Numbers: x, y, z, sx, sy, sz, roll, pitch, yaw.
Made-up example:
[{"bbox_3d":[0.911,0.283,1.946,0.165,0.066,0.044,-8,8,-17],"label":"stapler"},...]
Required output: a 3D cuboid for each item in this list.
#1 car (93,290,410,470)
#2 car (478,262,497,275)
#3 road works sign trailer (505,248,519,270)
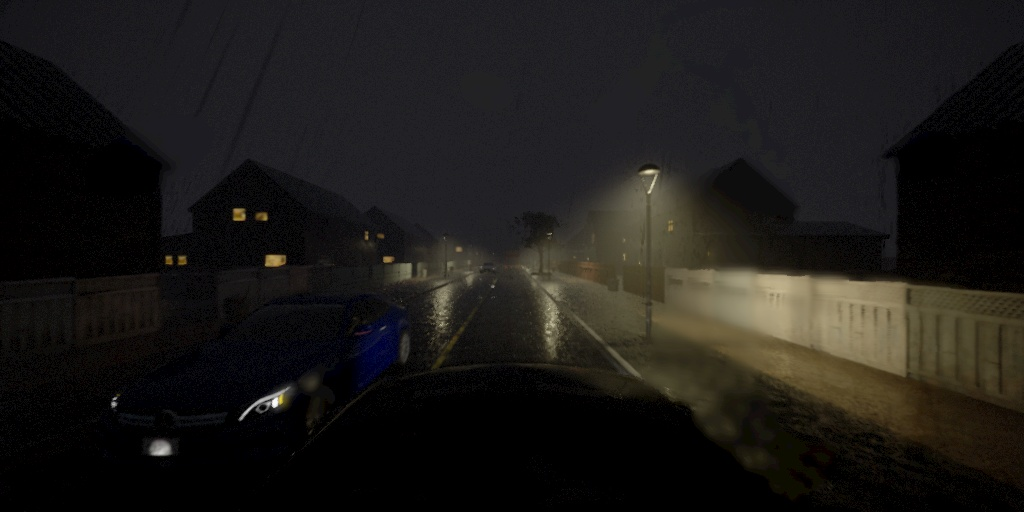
[{"bbox_3d":[-2.845,1.279,5.235,1.812,1.442,4.674,0,0,0],"label":"car"},{"bbox_3d":[-2.835,1.440,43.021,1.812,1.442,4.674,0,0,0],"label":"car"},{"bbox_3d":[0.003,0.487,57.612,2.380,3.560,2.880,0,0,0],"label":"road works sign trailer"}]
